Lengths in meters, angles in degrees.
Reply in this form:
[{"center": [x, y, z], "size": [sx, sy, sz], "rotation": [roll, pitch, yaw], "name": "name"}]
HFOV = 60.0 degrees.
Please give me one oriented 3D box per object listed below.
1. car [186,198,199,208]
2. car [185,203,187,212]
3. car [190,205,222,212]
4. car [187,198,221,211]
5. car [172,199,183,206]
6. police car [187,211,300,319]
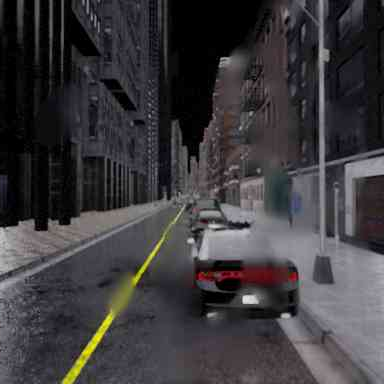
[{"center": [0.096, 1.940, 59.486], "size": [2.128, 1.511, 4.902], "rotation": [0, 0, 0], "name": "car"}, {"center": [0.083, 1.847, 45.186], "size": [1.837, 1.490, 4.892], "rotation": [0, 0, 0], "name": "car"}, {"center": [0.930, 1.637, 17.640], "size": [1.837, 1.490, 4.892], "rotation": [0, 0, 0], "name": "car"}, {"center": [0.941, 1.403, 23.673], "size": [2.150, 2.045, 5.566], "rotation": [0, 0, 0], "name": "car"}, {"center": [-2.893, 2.067, 66.571], "size": [1.994, 1.385, 4.181], "rotation": [0, 0, 0], "name": "car"}, {"center": [0.915, 1.484, 7.750], "size": [1.930, 1.638, 5.238], "rotation": [0, 0, 0], "name": "police car"}]
